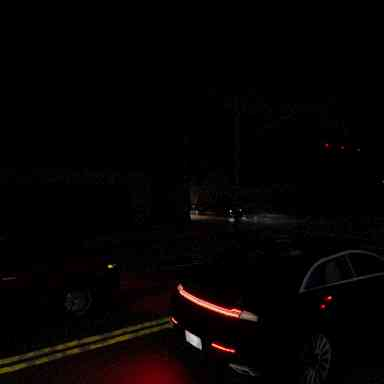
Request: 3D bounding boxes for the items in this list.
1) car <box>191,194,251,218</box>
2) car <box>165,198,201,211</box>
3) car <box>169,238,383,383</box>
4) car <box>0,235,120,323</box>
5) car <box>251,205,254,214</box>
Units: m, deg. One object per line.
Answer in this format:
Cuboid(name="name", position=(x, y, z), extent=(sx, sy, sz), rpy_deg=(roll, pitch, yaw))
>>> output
Cuboid(name="car", position=(2.569, 1.228, 31.297), extent=(2.150, 2.045, 5.566), rpy_deg=(0, 0, -36))
Cuboid(name="car", position=(-1.253, 1.499, 42.261), extent=(2.128, 1.511, 4.902), rpy_deg=(0, 0, -37))
Cuboid(name="car", position=(1.991, 1.493, 5.251), extent=(4.902, 1.511, 2.128), rpy_deg=(0, 0, -35))
Cuboid(name="car", position=(-3.571, 1.526, 5.749), extent=(4.674, 1.442, 1.812), rpy_deg=(0, 0, -36))
Cuboid(name="car", position=(4.286, 1.485, 34.841), extent=(1.882, 1.535, 5.008), rpy_deg=(0, 0, -37))
